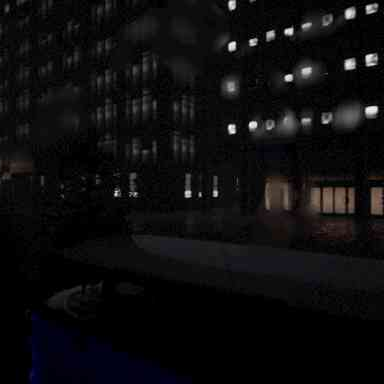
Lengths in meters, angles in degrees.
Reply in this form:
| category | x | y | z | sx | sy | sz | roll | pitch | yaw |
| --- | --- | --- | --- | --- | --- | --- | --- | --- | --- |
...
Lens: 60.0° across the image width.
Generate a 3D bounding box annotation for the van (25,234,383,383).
| category | x | y | z | sx | sy | sz | roll | pitch | yaw |
| --- | --- | --- | --- | --- | --- | --- | --- | --- | --- |
| van | 0.331 | 1.335 | 2.638 | 3.998 | 1.788 | 1.690 | 0 | 0 | 35 |
